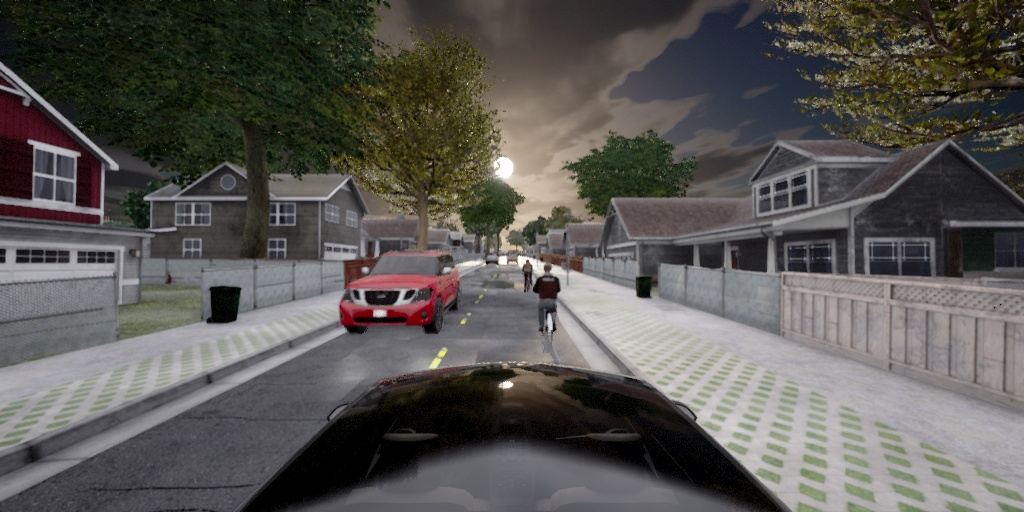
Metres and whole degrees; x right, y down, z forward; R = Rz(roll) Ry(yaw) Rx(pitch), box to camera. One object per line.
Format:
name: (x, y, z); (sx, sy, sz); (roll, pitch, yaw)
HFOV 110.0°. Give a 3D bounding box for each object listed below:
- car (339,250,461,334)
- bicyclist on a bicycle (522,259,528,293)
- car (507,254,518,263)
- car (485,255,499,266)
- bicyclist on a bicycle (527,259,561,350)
car: (-2.851, 0.846, 10.487); (2.150, 2.045, 5.566); (0, 1, 0)
bicyclist on a bicycle: (0.756, 0.988, 17.038); (0.582, 1.620, 1.656); (0, 0, 0)
car: (0.082, 0.461, 60.928); (2.128, 1.511, 4.902); (0, 1, 0)
car: (-2.848, 0.561, 51.918); (1.882, 1.535, 5.008); (0, 1, 0)
bicyclist on a bicycle: (0.758, 1.033, 7.844); (0.659, 1.776, 1.843); (0, 1, 0)
